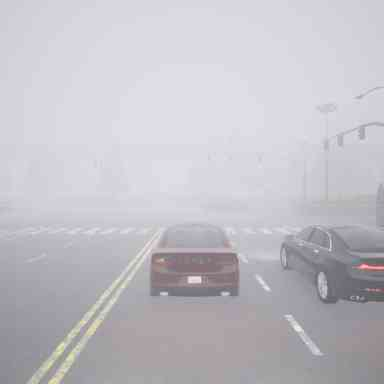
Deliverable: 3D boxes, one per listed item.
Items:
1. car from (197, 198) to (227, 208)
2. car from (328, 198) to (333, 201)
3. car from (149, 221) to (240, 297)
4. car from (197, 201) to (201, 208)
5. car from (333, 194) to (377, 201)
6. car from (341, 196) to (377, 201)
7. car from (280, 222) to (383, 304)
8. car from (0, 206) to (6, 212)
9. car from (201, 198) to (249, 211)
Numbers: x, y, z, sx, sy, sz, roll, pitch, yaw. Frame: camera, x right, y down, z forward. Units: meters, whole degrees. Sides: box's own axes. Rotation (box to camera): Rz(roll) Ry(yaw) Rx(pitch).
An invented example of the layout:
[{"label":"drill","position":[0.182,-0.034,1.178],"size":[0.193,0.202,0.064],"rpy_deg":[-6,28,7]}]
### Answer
[{"label":"car","position":[2.786,1.564,47.192],"size":[4.181,1.385,1.994],"rpy_deg":[0,0,0]},{"label":"car","position":[20.527,1.504,47.130],"size":[4.892,1.490,1.837],"rpy_deg":[0,0,0]},{"label":"car","position":[0.055,1.478,8.640],"size":[1.882,1.535,5.008],"rpy_deg":[0,0,0]},{"label":"car","position":[3.053,1.564,43.692],"size":[4.181,1.385,1.994],"rpy_deg":[0,0,0]},{"label":"car","position":[22.095,1.221,43.625],"size":[5.566,2.045,2.150],"rpy_deg":[0,0,0]},{"label":"car","position":[20.970,1.526,40.128],"size":[4.674,1.442,1.812],"rpy_deg":[0,0,0]},{"label":"car","position":[3.554,1.505,8.128],"size":[1.837,1.490,4.892],"rpy_deg":[0,0,0]},{"label":"car","position":[-21.533,1.547,33.080],"size":[5.357,1.411,2.033],"rpy_deg":[0,0,0]},{"label":"car","position":[4.136,1.547,40.186],"size":[5.357,1.411,2.033],"rpy_deg":[0,0,0]}]
